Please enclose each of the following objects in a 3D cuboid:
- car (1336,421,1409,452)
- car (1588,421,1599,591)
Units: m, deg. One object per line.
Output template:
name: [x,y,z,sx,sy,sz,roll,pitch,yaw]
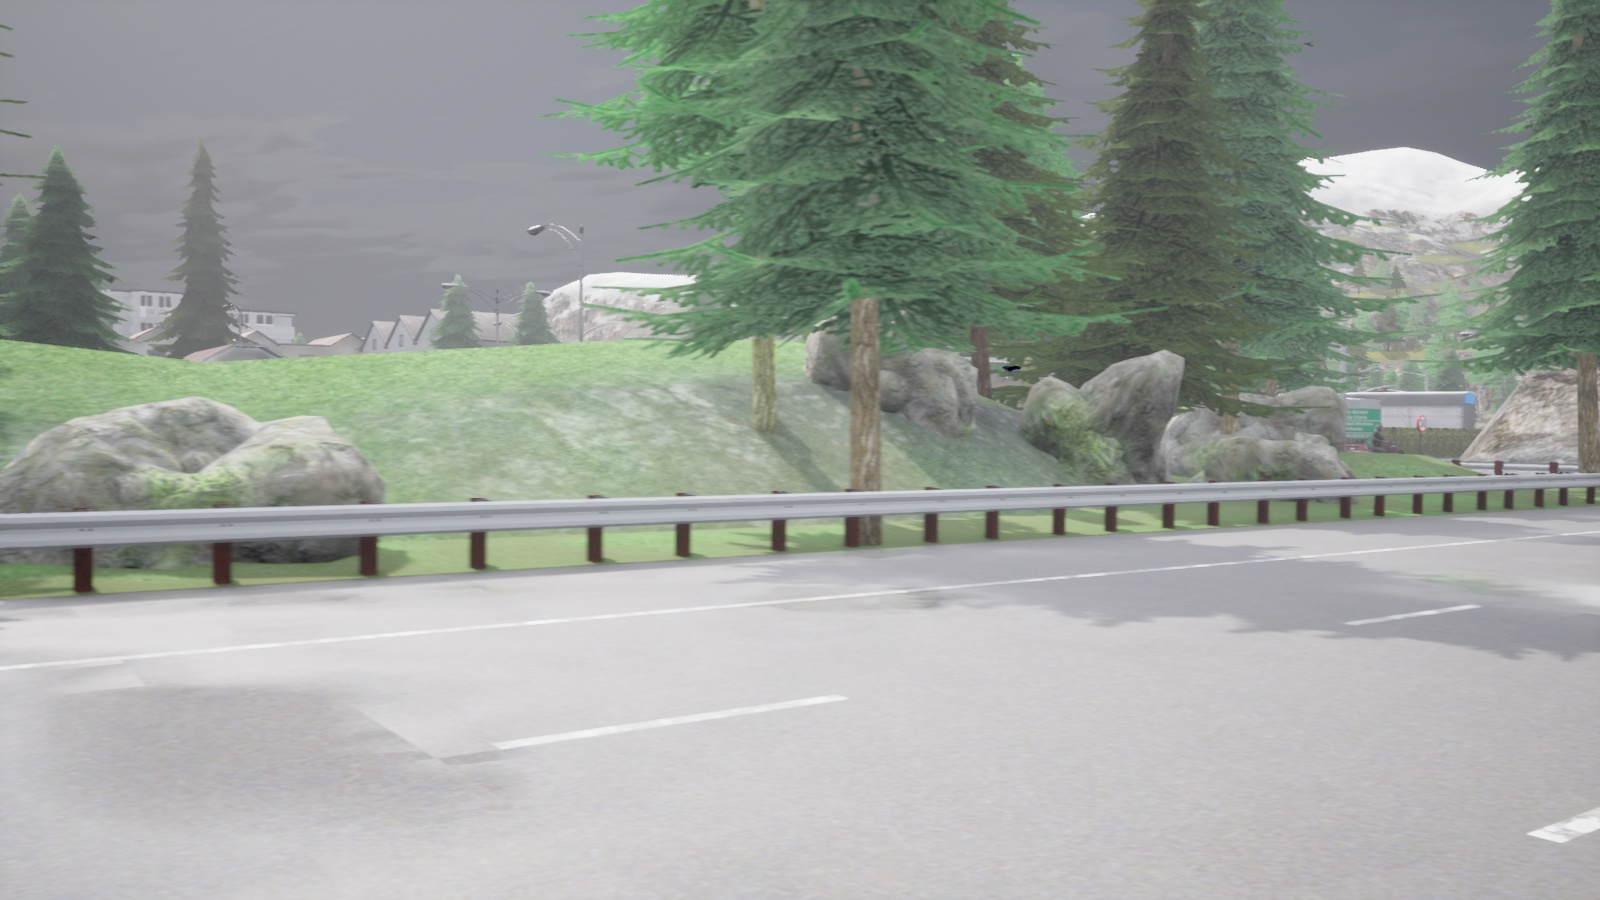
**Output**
car: [31.097,-0.755,68.169,3.988,1.617,1.851,-1,1,-35]
car: [9.644,0.458,11.755,4.902,1.511,2.128,-1,1,-35]
